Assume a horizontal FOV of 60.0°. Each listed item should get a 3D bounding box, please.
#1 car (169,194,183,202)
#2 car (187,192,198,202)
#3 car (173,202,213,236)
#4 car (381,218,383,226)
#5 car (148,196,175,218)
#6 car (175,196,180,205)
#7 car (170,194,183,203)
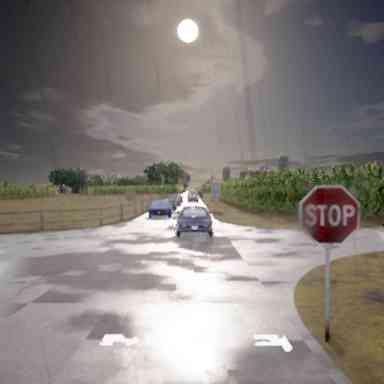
[{"bbox_3d":[-2.734,1.127,49.032,2.097,1.767,4.553,0,0,0],"label":"car"},{"bbox_3d":[0.223,1.253,61.860,1.895,1.301,4.718,0,1,0],"label":"car"},{"bbox_3d":[0.133,1.505,18.134,1.812,1.442,4.674,0,1,0],"label":"car"},{"bbox_3d":[12.665,1.275,16.831,5.357,1.411,2.033,-1,0,-2],"label":"car"},{"bbox_3d":[-2.744,1.390,29.491,1.882,1.535,5.008,0,0,-2],"label":"car"},{"bbox_3d":[-2.770,1.454,38.804,1.895,1.301,4.718,0,0,0],"label":"car"},{"bbox_3d":[-2.668,1.170,59.155,2.128,1.511,4.902,0,1,1],"label":"car"}]
